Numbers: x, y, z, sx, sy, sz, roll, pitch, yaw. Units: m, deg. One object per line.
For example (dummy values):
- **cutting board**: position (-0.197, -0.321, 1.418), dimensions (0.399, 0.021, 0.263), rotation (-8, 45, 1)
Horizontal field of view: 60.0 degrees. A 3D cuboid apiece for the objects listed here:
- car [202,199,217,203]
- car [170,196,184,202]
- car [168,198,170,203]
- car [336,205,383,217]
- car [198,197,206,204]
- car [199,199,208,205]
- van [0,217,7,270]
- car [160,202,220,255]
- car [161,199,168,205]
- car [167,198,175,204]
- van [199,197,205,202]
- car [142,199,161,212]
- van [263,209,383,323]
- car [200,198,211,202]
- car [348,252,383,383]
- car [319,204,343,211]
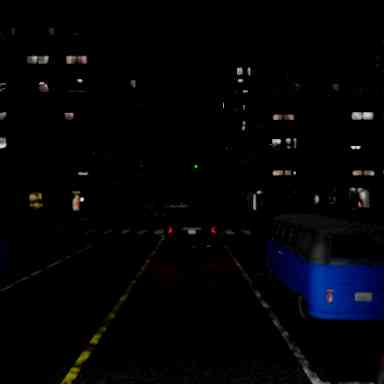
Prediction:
- **car**: position (2.694, 1.995, 44.964), dimensions (1.947, 1.339, 4.313), rotation (1, -1, 0)
- **car**: position (-3.014, 1.916, 72.233), dimensions (2.150, 2.045, 5.566), rotation (0, -1, 0)
- **car**: position (-5.692, 2.300, 78.816), dimensions (1.887, 1.381, 4.507), rotation (1, -1, 0)
- **car**: position (13.533, 1.813, 24.770), dimensions (4.313, 1.339, 1.947), rotation (0, -2, 1)
- **car**: position (2.689, 2.180, 90.104), dimensions (2.192, 1.841, 5.009), rotation (1, -1, 0)
- **car**: position (2.686, 2.337, 78.817), dimensions (1.802, 1.307, 4.206), rotation (1, -1, 0)
- **van**: position (-5.641, 1.409, 7.021), dimensions (1.690, 1.788, 3.998), rotation (1, -1, 0)
- **car**: position (0.014, 1.485, 14.091), dimensions (2.097, 1.767, 4.553), rotation (0, -1, 1)
- **car**: position (-5.687, 1.977, 56.248), dimensions (1.967, 1.590, 4.097), rotation (1, -1, 0)
- **car**: position (-5.695, 2.416, 90.101), dimensions (2.008, 1.369, 4.403), rotation (1, -1, 0)
- **van**: position (2.694, 1.932, 61.892), dimensions (1.690, 1.788, 3.998), rotation (1, -1, 0)
- **car**: position (-5.685, 1.952, 44.792), dimensions (1.752, 1.417, 4.829), rotation (1, -1, 0)
- **van**: position (2.673, 1.409, 7.021), dimensions (1.690, 1.788, 3.998), rotation (1, -1, 0)
- **car**: position (2.693, 2.034, 50.606), dimensions (2.008, 1.369, 4.403), rotation (1, -1, 0)
- **car**: position (2.674, 1.456, 1.497), dimensions (1.967, 1.590, 4.097), rotation (1, -1, 0)
- **car**: position (13.635, 1.915, 33.151), dimensions (4.097, 1.590, 1.967), rotation (0, -2, 1)
